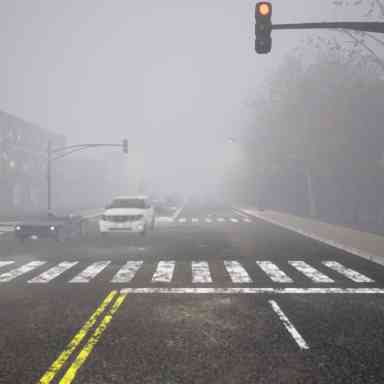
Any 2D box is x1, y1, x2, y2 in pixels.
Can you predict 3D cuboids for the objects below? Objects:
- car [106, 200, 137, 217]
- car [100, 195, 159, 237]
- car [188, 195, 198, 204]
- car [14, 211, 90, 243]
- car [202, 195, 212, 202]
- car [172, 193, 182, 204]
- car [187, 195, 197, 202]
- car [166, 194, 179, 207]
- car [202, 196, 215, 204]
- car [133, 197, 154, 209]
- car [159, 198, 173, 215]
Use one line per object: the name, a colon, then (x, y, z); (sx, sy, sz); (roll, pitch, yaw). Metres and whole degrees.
car: (-6.653, 1.554, 31.848); (1.994, 1.385, 4.181); (0, 0, 2)
car: (-3.333, 1.216, 18.198); (2.150, 2.045, 5.566); (0, 0, 0)
car: (0.160, 1.577, 63.045); (1.895, 1.301, 4.718); (0, 0, 0)
car: (-6.585, 1.597, 16.128); (1.895, 1.301, 4.718); (0, 0, 0)
car: (3.324, 1.509, 74.730); (2.033, 1.411, 5.357); (0, 0, 0)
car: (-3.211, 1.198, 65.727); (2.150, 2.045, 5.566); (0, 0, 1)
car: (0.076, 1.494, 74.654); (2.128, 1.511, 4.902); (0, 0, 0)
car: (-3.294, 1.489, 49.974); (1.837, 1.490, 4.892); (0, 0, 0)
car: (3.414, 1.576, 64.712); (1.895, 1.301, 4.718); (0, 0, 0)
car: (-6.550, 1.476, 45.699); (2.128, 1.511, 4.902); (0, 0, 0)
car: (-3.317, 1.590, 33.497); (1.895, 1.301, 4.718); (0, 0, 0)
